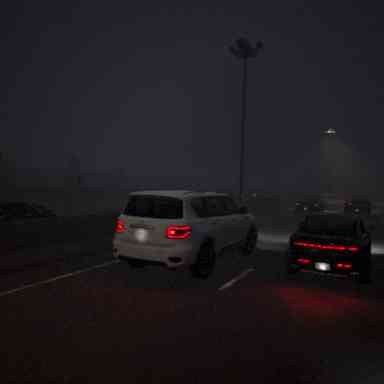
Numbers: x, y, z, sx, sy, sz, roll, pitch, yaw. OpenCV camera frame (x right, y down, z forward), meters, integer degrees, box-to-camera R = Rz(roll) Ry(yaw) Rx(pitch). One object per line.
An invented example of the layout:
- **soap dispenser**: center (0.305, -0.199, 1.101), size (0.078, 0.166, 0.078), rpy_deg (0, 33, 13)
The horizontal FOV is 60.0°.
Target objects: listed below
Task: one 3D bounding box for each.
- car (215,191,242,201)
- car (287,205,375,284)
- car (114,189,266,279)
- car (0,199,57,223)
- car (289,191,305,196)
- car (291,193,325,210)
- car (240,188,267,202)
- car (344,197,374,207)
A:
- **car**: center (5.341, 0.480, 48.227), size (1.895, 1.301, 4.718), rpy_deg (2, 2, 33)
- **car**: center (4.019, 1.352, 9.401), size (1.837, 1.490, 4.892), rpy_deg (2, 2, 28)
- **car**: center (0.175, 0.967, 9.623), size (2.150, 2.045, 5.566), rpy_deg (2, 2, 28)
- **car**: center (-7.014, 1.026, 11.477), size (1.837, 1.490, 4.892), rpy_deg (2, 1, 28)
- **car**: center (16.814, 0.579, 52.369), size (1.812, 1.442, 4.674), rpy_deg (2, 2, 38)
- **car**: center (9.723, 1.049, 27.330), size (1.812, 1.442, 4.674), rpy_deg (2, 2, 28)
- **car**: center (8.774, 0.345, 47.024), size (2.097, 1.767, 4.553), rpy_deg (2, 2, 34)
- **car**: center (13.287, 1.123, 26.567), size (2.128, 1.511, 4.902), rpy_deg (2, 2, 28)
